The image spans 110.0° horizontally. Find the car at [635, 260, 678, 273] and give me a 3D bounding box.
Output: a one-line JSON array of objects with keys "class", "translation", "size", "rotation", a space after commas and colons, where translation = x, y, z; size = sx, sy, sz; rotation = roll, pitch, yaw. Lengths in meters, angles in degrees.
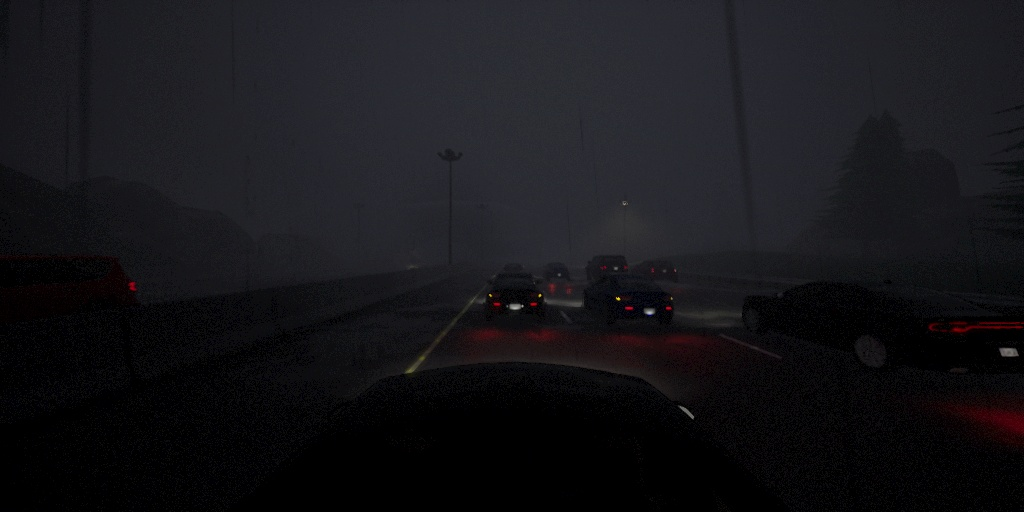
[{"class": "car", "translation": [10.610, 1.071, 27.069], "size": [2.097, 1.767, 4.553], "rotation": [0, 0, 0]}]

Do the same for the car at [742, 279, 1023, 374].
[{"class": "car", "translation": [7.103, 1.221, 7.602], "size": [1.882, 1.535, 5.008], "rotation": [0, 0, 0]}]

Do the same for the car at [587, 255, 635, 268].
[{"class": "car", "translation": [7.111, 0.940, 27.204], "size": [2.150, 2.045, 5.566], "rotation": [0, 0, 0]}]

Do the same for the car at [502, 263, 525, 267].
[{"class": "car", "translation": [0.112, 1.280, 29.602], "size": [1.994, 1.385, 4.181], "rotation": [0, 0, 0]}]

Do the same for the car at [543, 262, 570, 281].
[{"class": "car", "translation": [3.599, 1.242, 29.568], "size": [1.812, 1.442, 4.674], "rotation": [0, 0, 0]}]

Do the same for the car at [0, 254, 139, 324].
[{"class": "car", "translation": [-10.591, 0.966, 6.764], "size": [2.150, 2.045, 5.566], "rotation": [0, 0, 0]}]

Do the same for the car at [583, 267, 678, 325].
[{"class": "car", "translation": [3.590, 1.264, 11.664], "size": [1.812, 1.442, 4.674], "rotation": [0, 0, 0]}]

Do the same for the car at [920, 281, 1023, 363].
[{"class": "car", "translation": [10.603, 1.293, 5.740], "size": [2.033, 1.411, 5.357], "rotation": [0, 0, 0]}]

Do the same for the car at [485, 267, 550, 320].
[{"class": "car", "translation": [0.090, 1.263, 12.419], "size": [1.812, 1.442, 4.674], "rotation": [0, 0, 0]}]
